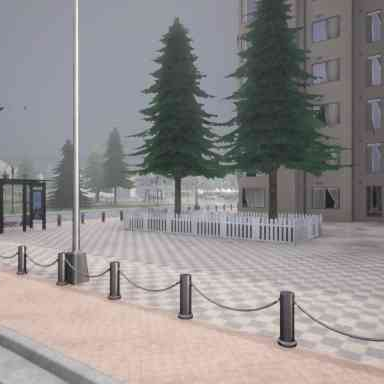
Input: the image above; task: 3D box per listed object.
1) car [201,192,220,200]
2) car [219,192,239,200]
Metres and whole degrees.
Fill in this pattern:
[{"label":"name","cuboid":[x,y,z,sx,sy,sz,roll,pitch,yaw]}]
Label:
[{"label":"car","cuboid":[5.241,1.384,91.390,3.806,1.475,1.970,0,0,35]},{"label":"car","cuboid":[9.602,1.374,84.687,3.633,1.501,1.845,0,0,35]}]
